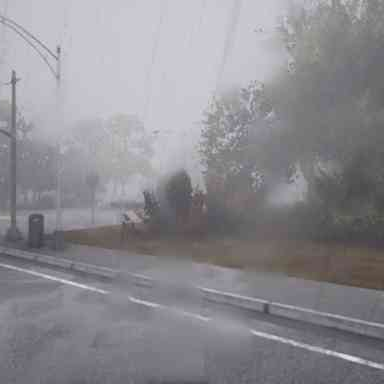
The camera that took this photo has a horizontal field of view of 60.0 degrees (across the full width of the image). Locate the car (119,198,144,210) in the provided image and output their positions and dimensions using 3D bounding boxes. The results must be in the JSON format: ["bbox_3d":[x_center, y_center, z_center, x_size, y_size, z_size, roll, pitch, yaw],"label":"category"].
[{"bbox_3d":[-6.242,1.544,40.884,1.895,1.301,4.718,0,0,32],"label":"car"}]

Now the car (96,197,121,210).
[{"bbox_3d":[-9.809,1.427,41.793,2.128,1.511,4.902,0,0,32],"label":"car"}]
